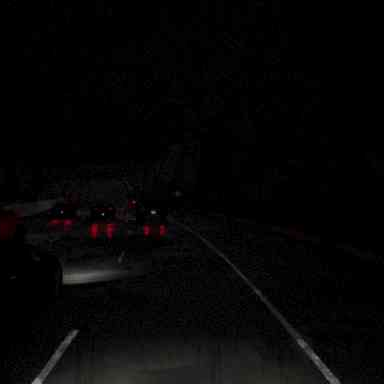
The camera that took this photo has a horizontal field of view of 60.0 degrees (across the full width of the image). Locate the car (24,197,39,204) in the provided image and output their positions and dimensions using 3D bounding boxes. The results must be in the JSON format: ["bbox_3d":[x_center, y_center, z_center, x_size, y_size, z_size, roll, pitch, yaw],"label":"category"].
[{"bbox_3d":[-31.905,1.658,66.152,1.994,1.385,4.181,0,0,-15],"label":"car"}]

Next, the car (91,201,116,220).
[{"bbox_3d":[-7.423,1.512,27.969,2.128,1.511,4.902,0,0,-14],"label":"car"}]

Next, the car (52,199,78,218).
[{"bbox_3d":[-11.801,1.529,31.045,2.128,1.511,4.902,0,0,-14],"label":"car"}]

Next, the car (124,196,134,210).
[{"bbox_3d":[-7.681,1.365,43.043,2.097,1.767,4.553,0,0,-15],"label":"car"}]

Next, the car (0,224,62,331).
[{"bbox_3d":[-3.716,1.539,5.518,1.812,1.442,4.674,0,0,-3],"label":"car"}]

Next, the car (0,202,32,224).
[{"bbox_3d":[-7.744,1.250,11.514,2.150,2.045,5.566,0,0,-7],"label":"car"}]

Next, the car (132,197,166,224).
[{"bbox_3d":[-3.118,1.434,24.882,2.033,1.649,4.856,0,0,-13],"label":"car"}]
